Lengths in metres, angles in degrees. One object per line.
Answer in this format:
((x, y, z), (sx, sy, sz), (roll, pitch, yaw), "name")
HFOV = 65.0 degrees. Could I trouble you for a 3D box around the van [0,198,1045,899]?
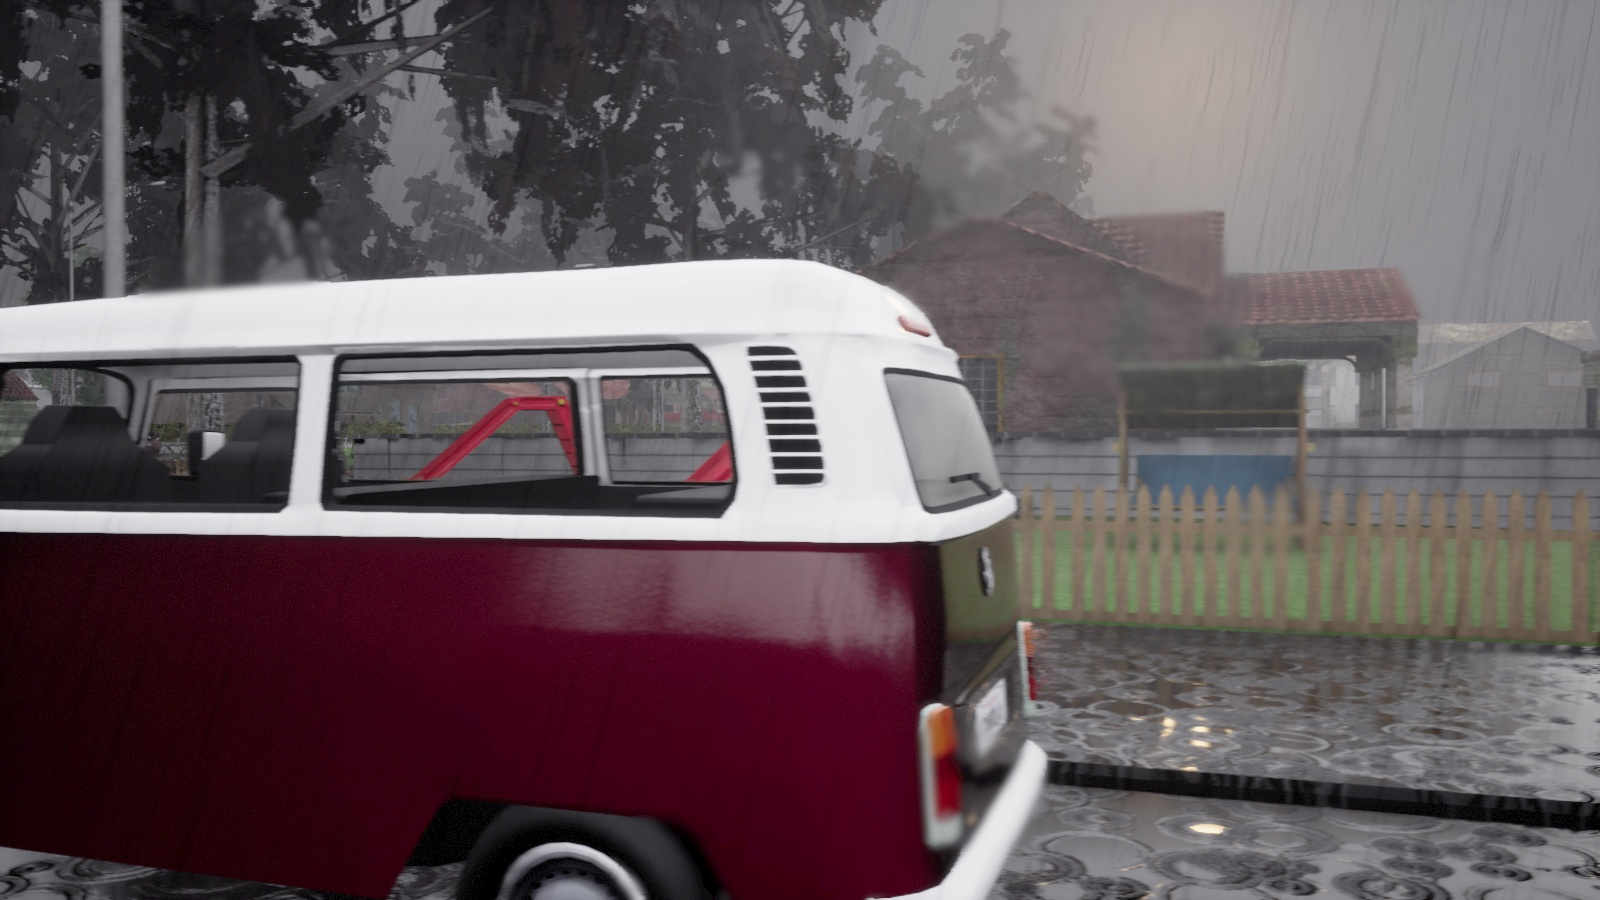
((-1.580, 0.476, 4.249), (4.480, 2.038, 2.069), (1, 1, 19), "van")
